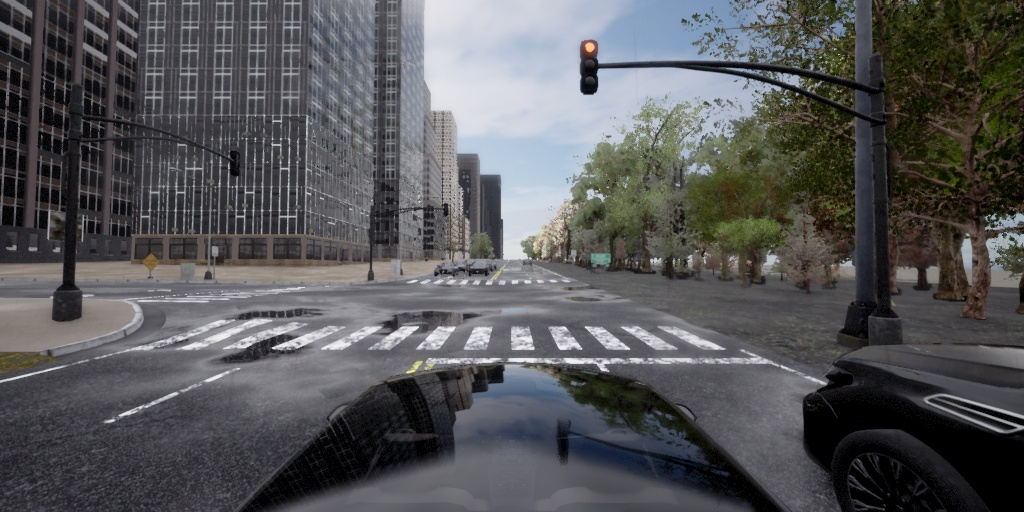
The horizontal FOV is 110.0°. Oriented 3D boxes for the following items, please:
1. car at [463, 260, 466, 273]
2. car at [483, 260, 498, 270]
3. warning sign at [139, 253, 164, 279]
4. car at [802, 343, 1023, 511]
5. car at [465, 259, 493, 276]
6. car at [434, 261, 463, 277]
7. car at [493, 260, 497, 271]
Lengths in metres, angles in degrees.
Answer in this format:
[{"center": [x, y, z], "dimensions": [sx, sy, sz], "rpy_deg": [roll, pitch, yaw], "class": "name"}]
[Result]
[{"center": [-6.582, 1.326, 45.641], "dimensions": [2.033, 1.411, 5.357], "rpy_deg": [0, 0, 0], "class": "car"}, {"center": [-3.325, 1.334, 56.741], "dimensions": [2.033, 1.411, 5.357], "rpy_deg": [0, 0, -1], "class": "car"}, {"center": [-26.151, 0.734, 25.919], "dimensions": [1.060, 1.860, 1.300], "rpy_deg": [0, 0, -4], "class": "warning sign"}, {"center": [3.359, 0.963, 0.419], "dimensions": [2.150, 2.045, 5.566], "rpy_deg": [0, 0, 0], "class": "car"}, {"center": [-3.332, 1.251, 37.112], "dimensions": [1.882, 1.535, 5.008], "rpy_deg": [0, 0, 0], "class": "car"}, {"center": [-6.582, 1.337, 36.406], "dimensions": [1.994, 1.385, 4.181], "rpy_deg": [0, 0, 0], "class": "car"}, {"center": [-3.333, 1.380, 46.451], "dimensions": [1.895, 1.301, 4.718], "rpy_deg": [0, 0, 0], "class": "car"}]
